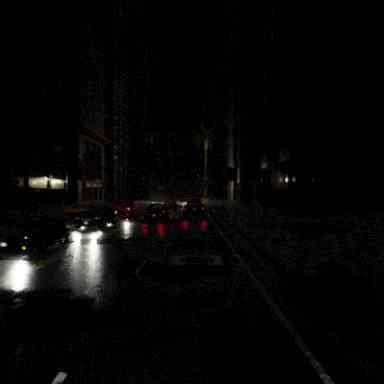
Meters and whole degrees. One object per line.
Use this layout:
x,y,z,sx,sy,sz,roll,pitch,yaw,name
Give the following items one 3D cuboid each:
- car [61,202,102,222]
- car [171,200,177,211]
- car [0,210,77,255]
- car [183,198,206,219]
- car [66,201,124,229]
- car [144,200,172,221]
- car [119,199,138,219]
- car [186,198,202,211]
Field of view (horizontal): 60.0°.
-9.649,1.672,29.437,1.882,1.535,5.008,0,-1,1,car
-2.989,1.838,45.559,1.812,1.442,4.674,0,0,0,car
-6.539,1.651,13.558,1.994,1.385,4.181,0,0,1,car
0.227,1.575,32.240,2.097,1.767,4.553,0,0,0,car
-6.477,1.643,22.822,2.128,1.511,4.902,0,0,1,car
-3.059,1.724,29.210,1.812,1.442,4.674,0,0,1,car
-6.378,1.559,30.935,2.097,1.767,4.553,0,0,0,car
0.285,1.674,46.580,2.097,1.767,4.553,0,0,0,car
